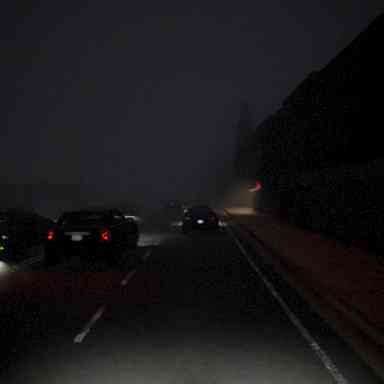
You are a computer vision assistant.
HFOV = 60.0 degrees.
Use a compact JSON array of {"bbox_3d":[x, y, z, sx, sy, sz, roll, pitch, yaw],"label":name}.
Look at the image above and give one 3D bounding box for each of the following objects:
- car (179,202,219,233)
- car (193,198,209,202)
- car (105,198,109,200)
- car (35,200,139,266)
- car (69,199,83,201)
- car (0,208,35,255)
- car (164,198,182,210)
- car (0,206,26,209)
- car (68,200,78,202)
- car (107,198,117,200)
[{"bbox_3d":[0.496,1.502,19.190,1.994,1.385,4.181,0,0,2],"label":"car"},{"bbox_3d":[1.119,1.415,41.400,2.033,1.411,5.357,0,0,2],"label":"car"},{"bbox_3d":[-9.496,1.437,38.592,1.994,1.385,4.181,0,0,2],"label":"car"},{"bbox_3d":[-3.215,1.313,11.540,2.097,1.767,4.553,0,0,1],"label":"car"},{"bbox_3d":[-9.883,1.396,28.552,2.128,1.511,4.902,0,0,2],"label":"car"},{"bbox_3d":[-6.877,1.520,12.898,1.994,1.385,4.181,0,0,2],"label":"car"},{"bbox_3d":[-2.326,1.432,40.702,1.994,1.385,4.181,0,0,2],"label":"car"},{"bbox_3d":[-10.200,1.500,18.618,1.994,1.385,4.181,0,0,4],"label":"car"},{"bbox_3d":[-6.617,1.454,21.657,1.812,1.442,4.674,0,0,2],"label":"car"},{"bbox_3d":[-6.271,1.460,31.570,1.994,1.385,4.181,0,0,2],"label":"car"}]
